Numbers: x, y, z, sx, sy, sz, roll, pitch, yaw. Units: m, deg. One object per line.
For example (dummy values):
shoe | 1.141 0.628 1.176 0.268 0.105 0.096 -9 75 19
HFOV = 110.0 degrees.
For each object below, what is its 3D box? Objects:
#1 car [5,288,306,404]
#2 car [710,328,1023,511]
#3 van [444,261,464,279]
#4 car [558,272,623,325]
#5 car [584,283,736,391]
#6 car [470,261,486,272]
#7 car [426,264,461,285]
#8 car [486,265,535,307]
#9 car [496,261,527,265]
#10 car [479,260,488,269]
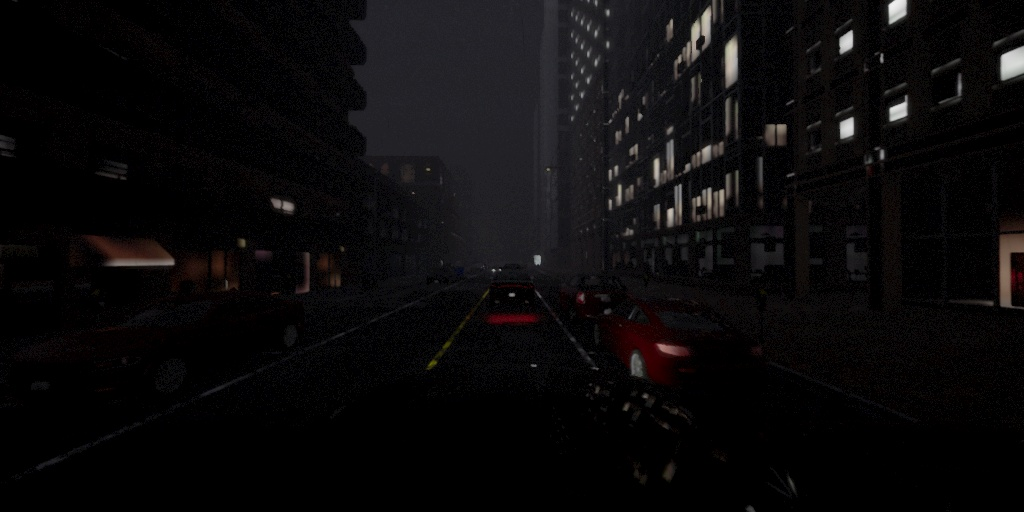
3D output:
car | -5.690 1.340 6.564 1.888 1.381 4.507 0 0 0
car | 2.690 1.308 0.914 1.948 1.339 4.313 0 0 0
van | -5.687 1.399 34.806 1.690 1.789 3.998 0 0 0
car | 2.690 1.287 12.211 1.967 1.591 4.097 0 0 0
car | 2.690 1.377 6.563 1.802 1.307 4.207 0 0 0
car | -5.685 1.854 57.398 1.802 1.307 4.207 0 0 0
car | -5.689 1.571 29.157 1.948 1.339 4.313 0 0 0
car | 0.009 1.363 16.326 1.882 1.535 5.008 0 0 0
car | 0.006 1.372 30.927 2.097 1.767 4.553 0 -1 0
car | -5.684 1.910 63.047 1.802 1.307 4.207 0 0 0
